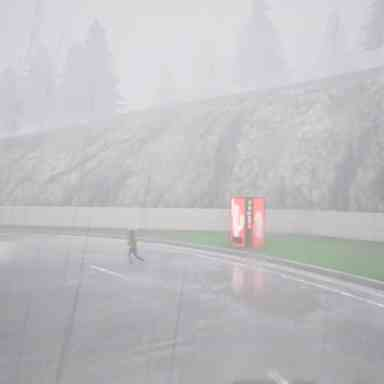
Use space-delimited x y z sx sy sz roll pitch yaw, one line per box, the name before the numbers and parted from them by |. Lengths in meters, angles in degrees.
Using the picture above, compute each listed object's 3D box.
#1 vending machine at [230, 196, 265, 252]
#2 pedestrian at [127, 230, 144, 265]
vending machine | 2.180 1.195 13.058 1.100 2.100 0.880 0 0 -43
pedestrian | -1.801 1.674 10.245 0.500 1.100 0.500 0 0 -45
